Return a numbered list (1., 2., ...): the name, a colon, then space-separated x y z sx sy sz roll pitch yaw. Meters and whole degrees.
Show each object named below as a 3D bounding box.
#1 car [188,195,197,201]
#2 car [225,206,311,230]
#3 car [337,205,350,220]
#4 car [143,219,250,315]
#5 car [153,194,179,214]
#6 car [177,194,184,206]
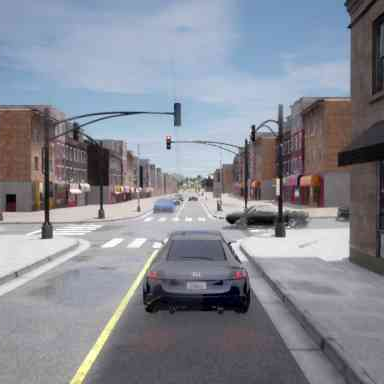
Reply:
1. car: 0.199 1.219 71.693 1.895 1.301 4.718 0 0 0
2. car: 4.438 1.451 19.444 4.718 1.301 1.895 -1 1 19
3. car: 12.201 1.072 21.910 5.008 1.535 1.882 -2 1 0
4. car: 0.102 1.556 7.653 1.994 1.385 4.181 0 0 1
5. car: -2.780 1.357 34.078 1.882 1.535 5.008 0 1 2
6. car: -2.749 1.269 50.630 2.128 1.511 4.902 0 0 0
